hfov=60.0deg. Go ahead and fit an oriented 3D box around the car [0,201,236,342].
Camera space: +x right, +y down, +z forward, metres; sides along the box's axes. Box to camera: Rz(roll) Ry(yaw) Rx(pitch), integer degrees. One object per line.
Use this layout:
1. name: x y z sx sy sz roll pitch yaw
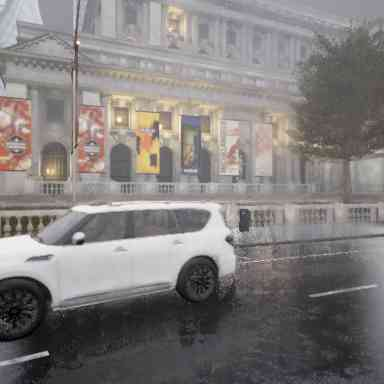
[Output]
1. car: -1.689 1.221 6.766 5.566 2.045 2.150 0 0 -31
